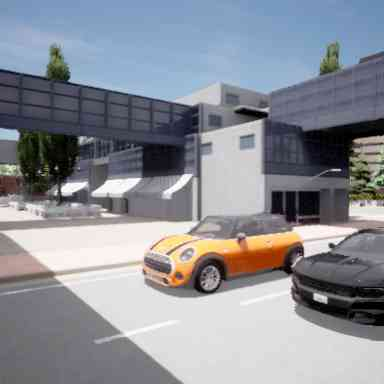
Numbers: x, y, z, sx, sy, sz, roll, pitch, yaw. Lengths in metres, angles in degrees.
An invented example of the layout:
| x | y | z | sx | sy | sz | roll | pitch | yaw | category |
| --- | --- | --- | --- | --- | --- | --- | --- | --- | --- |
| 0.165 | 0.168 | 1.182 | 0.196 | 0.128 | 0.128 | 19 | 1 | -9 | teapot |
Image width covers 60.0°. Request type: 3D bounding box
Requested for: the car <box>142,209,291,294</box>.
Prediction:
| x | y | z | sx | sy | sz | roll | pitch | yaw | category |
| --- | --- | --- | --- | --- | --- | --- | --- | --- | --- |
| 0.964 | 1.378 | 8.967 | 4.553 | 1.767 | 2.097 | 1 | 0 | -35 | car |

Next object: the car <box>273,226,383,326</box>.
| x | y | z | sx | sy | sz | roll | pitch | yaw | category |
| --- | --- | --- | --- | --- | --- | --- | --- | --- | --- |
| 4.163 | 1.508 | 6.946 | 5.008 | 1.535 | 1.882 | 1 | 0 | -35 | car |
